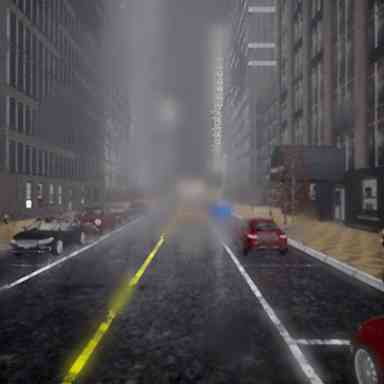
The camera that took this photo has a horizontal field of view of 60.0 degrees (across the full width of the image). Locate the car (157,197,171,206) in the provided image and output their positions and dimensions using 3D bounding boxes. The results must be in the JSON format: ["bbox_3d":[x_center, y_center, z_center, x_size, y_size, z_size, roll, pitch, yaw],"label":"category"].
[{"bbox_3d":[-5.692,2.077,64.841,2.008,1.369,4.403,0,0,0],"label":"car"}]

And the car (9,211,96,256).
[{"bbox_3d":[-5.692,1.672,13.610,2.008,1.369,4.403,0,0,0],"label":"car"}]

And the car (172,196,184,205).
[{"bbox_3d":[-3.001,1.797,71.660,2.150,2.045,5.566,0,0,0],"label":"car"}]

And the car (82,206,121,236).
[{"bbox_3d":[-5.692,1.608,19.304,1.967,1.590,4.097,0,0,0],"label":"car"}]

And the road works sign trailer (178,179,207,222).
[{"bbox_3d":[-0.001,0.707,28.712,2.380,3.560,2.880,0,0,0],"label":"road works sign trailer"}]

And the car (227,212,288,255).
[{"bbox_3d":[2.689,1.704,13.608,1.802,1.307,4.206,0,0,0],"label":"car"}]

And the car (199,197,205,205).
[{"bbox_3d":[2.689,2.065,59.145,1.802,1.307,4.206,0,0,0],"label":"car"}]

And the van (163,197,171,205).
[{"bbox_3d":[-5.692,1.947,76.228,1.690,1.788,3.998,0,0,0],"label":"van"}]

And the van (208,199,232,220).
[{"bbox_3d":[2.689,1.599,30.686,1.690,1.788,3.998,0,0,0],"label":"van"}]

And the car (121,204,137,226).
[{"bbox_3d":[-5.691,1.764,24.995,2.008,1.369,4.403,0,0,0],"label":"car"}]

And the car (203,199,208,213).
[{"bbox_3d":[2.689,1.930,42.068,1.802,1.307,4.206,0,0,0],"label":"car"}]

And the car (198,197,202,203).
[{"bbox_3d":[2.689,2.118,70.530,2.008,1.369,4.403,0,0,0],"label":"car"}]

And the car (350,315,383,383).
[{"bbox_3d":[2.689,1.604,2.220,1.802,1.307,4.206,0,-1,0],"label":"car"}]

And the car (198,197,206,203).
[{"bbox_3d":[2.689,2.120,87.608,1.967,1.590,4.097,0,0,0],"label":"car"}]

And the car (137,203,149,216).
[{"bbox_3d":[-5.692,1.885,36.379,1.802,1.307,4.206,0,0,0],"label":"car"}]

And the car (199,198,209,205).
[{"bbox_3d":[2.689,2.157,76.222,2.008,1.369,4.403,0,0,0],"label":"car"}]

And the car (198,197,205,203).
[{"bbox_3d":[2.689,2.156,93.300,1.967,1.590,4.097,0,0,0],"label":"car"}]
